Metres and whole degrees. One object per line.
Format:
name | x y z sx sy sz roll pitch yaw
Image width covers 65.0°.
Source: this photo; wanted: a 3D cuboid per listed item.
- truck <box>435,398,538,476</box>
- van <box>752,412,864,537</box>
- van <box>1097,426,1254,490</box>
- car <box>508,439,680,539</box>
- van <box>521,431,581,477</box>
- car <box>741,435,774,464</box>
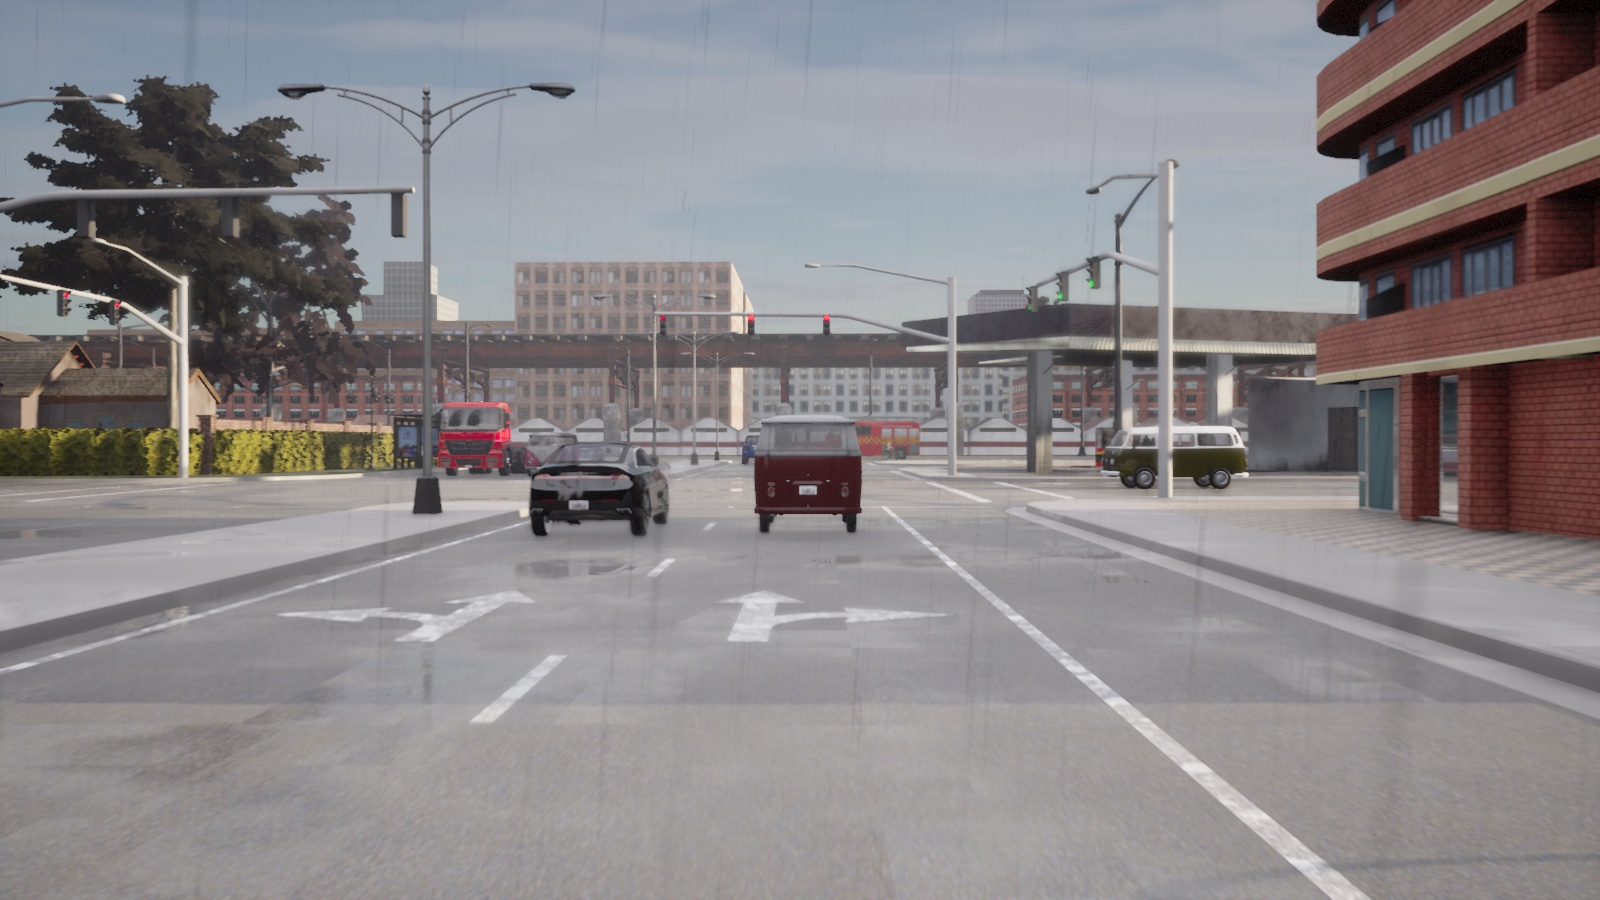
truck | -14.690 -0.583 59.568 2.891 3.462 7.936 0 0 0
van | 0.142 0.374 22.174 1.775 1.987 4.442 0 0 0
van | 12.170 0.249 40.883 4.480 2.038 2.069 0 0 -1
car | -3.362 0.578 21.520 2.128 1.511 4.902 0 0 0
van | -11.162 0.171 56.575 1.775 1.987 4.442 0 0 0
car | -2.974 -0.041 89.486 2.150 2.045 5.566 0 0 0
